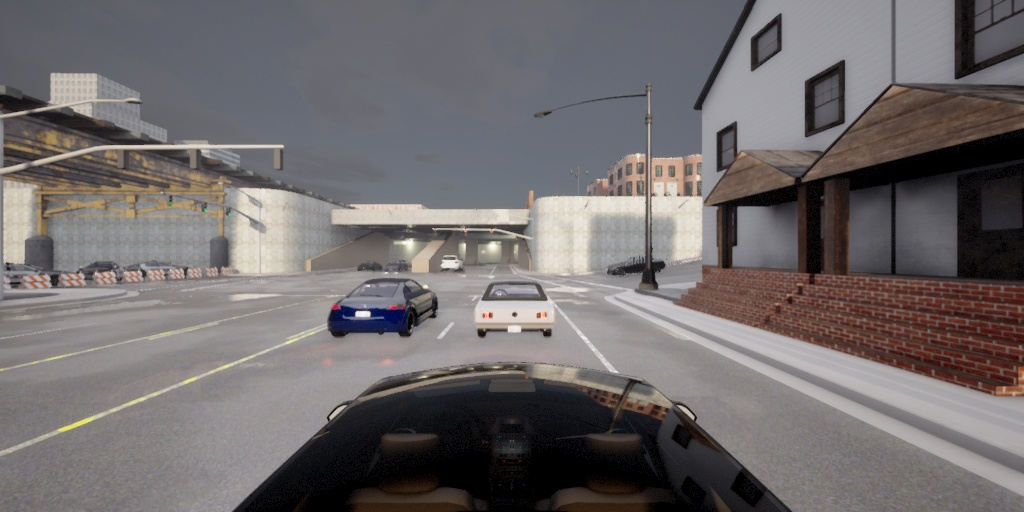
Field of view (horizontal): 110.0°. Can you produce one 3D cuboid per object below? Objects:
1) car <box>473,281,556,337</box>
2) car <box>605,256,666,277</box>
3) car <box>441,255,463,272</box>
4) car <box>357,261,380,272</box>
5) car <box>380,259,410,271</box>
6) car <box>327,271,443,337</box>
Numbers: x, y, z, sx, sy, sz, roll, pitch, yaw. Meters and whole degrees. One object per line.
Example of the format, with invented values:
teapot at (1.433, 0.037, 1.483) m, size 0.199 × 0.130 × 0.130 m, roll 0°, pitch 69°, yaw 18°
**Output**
car at (0.070, 1.347, 10.239) m, size 1.895 × 1.301 × 4.718 m, roll 0°, pitch 0°, yaw 0°
car at (10.351, 0.850, 30.198) m, size 4.902 × 1.511 × 2.128 m, roll -6°, pitch 0°, yaw 0°
car at (-7.679, 0.953, 46.203) m, size 2.150 × 2.045 × 5.566 m, roll 0°, pitch 0°, yaw -1°
car at (-18.345, 1.294, 46.266) m, size 1.994 × 1.385 × 4.181 m, roll 0°, pitch 0°, yaw -1°
car at (-14.848, 1.279, 46.355) m, size 2.033 × 1.411 × 5.357 m, roll 0°, pitch 0°, yaw -1°
car at (-3.432, 1.310, 10.284) m, size 1.994 × 1.385 × 4.181 m, roll 0°, pitch 0°, yaw 0°
